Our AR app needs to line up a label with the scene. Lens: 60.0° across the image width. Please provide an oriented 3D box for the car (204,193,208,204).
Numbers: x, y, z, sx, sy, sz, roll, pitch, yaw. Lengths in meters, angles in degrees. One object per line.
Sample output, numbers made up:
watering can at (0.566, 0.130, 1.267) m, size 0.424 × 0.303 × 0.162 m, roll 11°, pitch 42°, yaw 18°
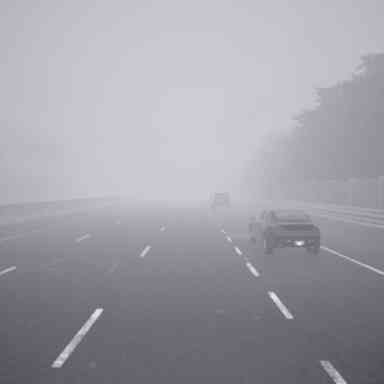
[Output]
car at (3.501, 0.968, 53.733) m, size 2.150 × 2.045 × 5.566 m, roll 0°, pitch 0°, yaw 0°

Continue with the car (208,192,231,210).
car at (3.501, 1.063, 40.999) m, size 2.150 × 2.045 × 5.566 m, roll 0°, pitch 0°, yaw 0°

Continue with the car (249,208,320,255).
car at (3.500, 1.410, 13.253) m, size 1.837 × 1.490 × 4.892 m, roll 0°, pitch 0°, yaw 0°

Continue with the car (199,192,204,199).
car at (3.502, 0.930, 84.452) m, size 2.097 × 1.767 × 4.553 m, roll 0°, pitch 0°, yaw 0°
